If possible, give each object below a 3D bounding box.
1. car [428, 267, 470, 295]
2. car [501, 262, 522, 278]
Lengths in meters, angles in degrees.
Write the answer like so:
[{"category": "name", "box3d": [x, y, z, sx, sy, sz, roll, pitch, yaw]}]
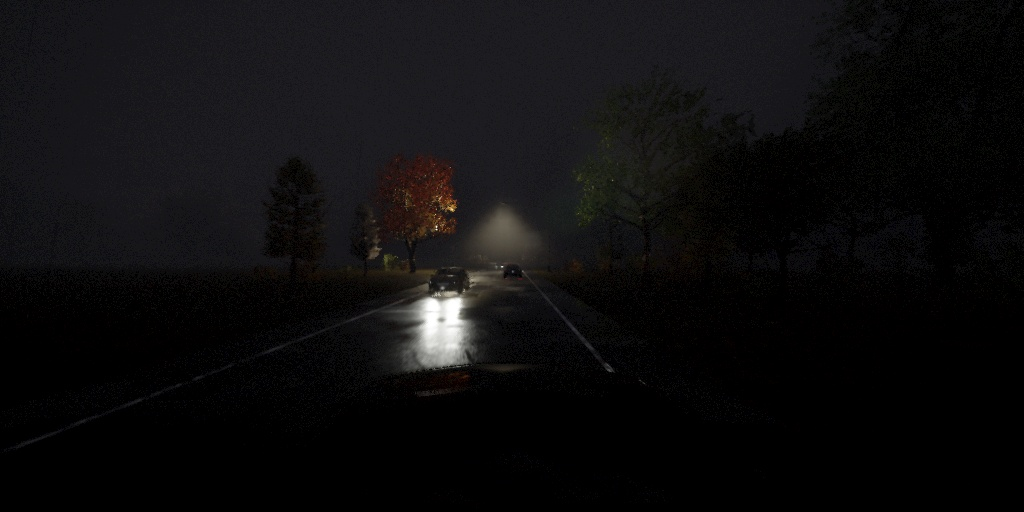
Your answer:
[{"category": "car", "box3d": [-3.596, 1.412, 21.064, 2.128, 1.511, 4.902, 0, -1, 0]}, {"category": "car", "box3d": [0.093, 1.633, 39.301, 1.994, 1.385, 4.181, 0, 0, 0]}]
